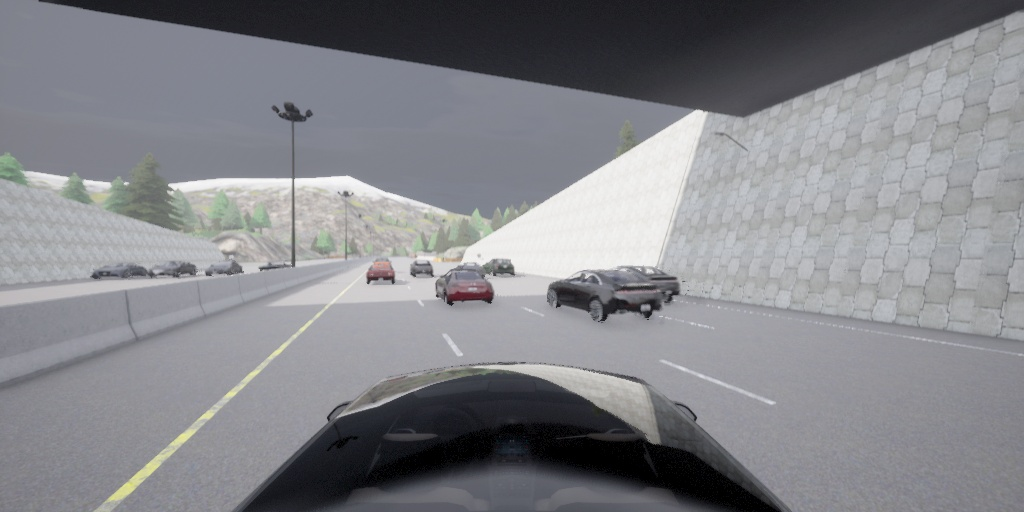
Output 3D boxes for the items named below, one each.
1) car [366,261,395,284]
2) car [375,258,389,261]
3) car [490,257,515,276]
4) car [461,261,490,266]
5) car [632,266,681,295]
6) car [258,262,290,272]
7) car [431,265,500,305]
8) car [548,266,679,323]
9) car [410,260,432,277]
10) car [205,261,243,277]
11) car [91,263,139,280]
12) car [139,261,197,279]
[{"bbox_3d":[-9.718,1.277,26.636,1.895,1.301,4.718,0,0,-20],"label":"car"},{"bbox_3d":[-14.824,0.986,40.986,2.097,1.767,4.553,0,0,-20],"label":"car"},{"bbox_3d":[-1.349,0.990,34.438,2.097,1.767,4.553,0,0,-20],"label":"car"},{"bbox_3d":[-3.601,1.218,30.324,1.994,1.385,4.181,0,0,-20],"label":"car"},{"bbox_3d":[5.198,1.184,16.032,2.128,1.511,4.902,0,0,-20],"label":"car"},{"bbox_3d":[-24.976,1.260,37.731,1.895,1.301,4.718,0,0,-19],"label":"car"},{"bbox_3d":[-2.223,1.267,16.009,1.994,1.385,4.181,0,0,-20],"label":"car"},{"bbox_3d":[2.863,1.200,12.152,2.128,1.511,4.902,0,0,-20],"label":"car"},{"bbox_3d":[-8.563,1.140,33.831,2.128,1.511,4.902,0,0,-20],"label":"car"},{"bbox_3d":[-27.564,1.199,34.525,1.812,1.442,4.674,0,0,-19],"label":"car"},{"bbox_3d":[-33.740,1.259,30.982,1.994,1.385,4.181,0,0,-19],"label":"car"},{"bbox_3d":[-30.514,1.177,32.360,2.128,1.511,4.902,0,0,-19],"label":"car"}]
